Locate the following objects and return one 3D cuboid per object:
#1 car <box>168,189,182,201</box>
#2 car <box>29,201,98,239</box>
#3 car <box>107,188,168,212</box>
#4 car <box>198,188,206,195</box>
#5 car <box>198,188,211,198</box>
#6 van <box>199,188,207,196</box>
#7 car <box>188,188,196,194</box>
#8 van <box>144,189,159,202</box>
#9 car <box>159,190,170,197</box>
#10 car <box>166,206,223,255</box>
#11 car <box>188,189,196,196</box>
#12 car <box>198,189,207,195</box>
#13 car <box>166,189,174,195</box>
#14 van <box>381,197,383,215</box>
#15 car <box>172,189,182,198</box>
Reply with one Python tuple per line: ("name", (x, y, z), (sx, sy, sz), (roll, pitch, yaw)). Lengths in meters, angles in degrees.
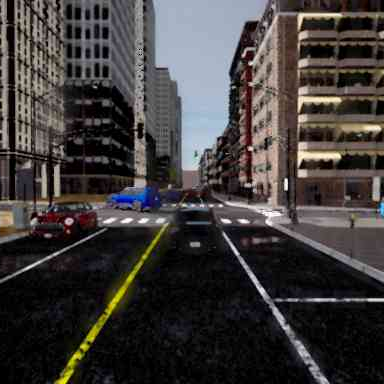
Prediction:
("car", (-3.080, 0.544, 53.241), (1.882, 1.535, 5.008), (0, 1, 0))
("car", (-5.695, 1.170, 15.146), (1.967, 1.590, 4.097), (0, 1, 0))
("car", (-5.154, 0.623, 29.720), (5.566, 2.045, 2.150), (2, 0, 38))
("car", (2.670, -0.277, 92.017), (2.192, 1.841, 5.009), (0, 1, 0))
("car", (2.676, 0.193, 64.267), (2.192, 1.841, 5.009), (0, 1, 0))
("van", (2.672, -0.064, 80.917), (1.690, 1.788, 3.998), (0, 1, 0))
("car", (-0.016, -0.182, 87.111), (1.882, 1.535, 5.008), (0, 1, 0))
("van", (-5.701, 0.504, 47.614), (1.690, 1.788, 3.998), (0, 1, 0))
("car", (-5.705, 0.312, 69.648), (1.752, 1.417, 4.829), (0, 1, 0))
("car", (0.097, 1.284, 12.353), (1.837, 1.490, 4.892), (0, 1, 0))
("car", (-0.012, 0.205, 77.110), (1.994, 1.385, 4.181), (0, 1, 0))
("car", (2.672, 0.052, 86.471), (2.008, 1.369, 4.403), (0, 1, 0))
("car", (-5.709, -0.058, 86.466), (1.967, 1.590, 4.097), (0, 1, 0))
("van", (16.924, 1.243, 25.887), (3.998, 1.788, 1.690), (1, 0, 0))
("car", (-3.013, 0.279, 68.783), (1.882, 1.535, 5.008), (0, 1, 0))
